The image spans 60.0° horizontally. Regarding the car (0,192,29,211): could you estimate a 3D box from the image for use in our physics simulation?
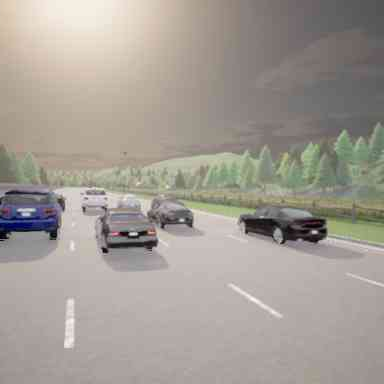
[{"bbox_3d":[-16.513,0.805,30.916,1.882,1.535,5.008,1,1,-20],"label":"car"}]

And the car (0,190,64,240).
[{"bbox_3d":[-7.215,0.906,15.208,2.150,2.045,5.566,1,1,-19],"label":"car"}]

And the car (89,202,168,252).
[{"bbox_3d":[-2.713,1.340,12.953,2.033,1.411,5.357,1,1,-19],"label":"car"}]

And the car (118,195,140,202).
[{"bbox_3d":[-6.435,0.991,33.907,1.812,1.442,4.674,1,1,-20],"label":"car"}]

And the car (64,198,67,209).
[{"bbox_3d":[-12.719,0.901,30.683,1.837,1.490,4.892,1,1,-19],"label":"car"}]

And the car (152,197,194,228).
[{"bbox_3d":[-1.304,1.261,19.467,1.812,1.442,4.674,1,1,-20],"label":"car"}]

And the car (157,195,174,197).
[{"bbox_3d":[-2.808,1.017,34.148,2.128,1.511,4.902,1,1,-19],"label":"car"}]

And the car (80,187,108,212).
[{"bbox_3d":[-9.080,0.678,30.908,2.150,2.045,5.566,1,1,-19],"label":"car"}]

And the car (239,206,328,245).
[{"bbox_3d":[3.914,1.357,15.198,1.882,1.535,5.008,1,1,-19],"label":"car"}]
